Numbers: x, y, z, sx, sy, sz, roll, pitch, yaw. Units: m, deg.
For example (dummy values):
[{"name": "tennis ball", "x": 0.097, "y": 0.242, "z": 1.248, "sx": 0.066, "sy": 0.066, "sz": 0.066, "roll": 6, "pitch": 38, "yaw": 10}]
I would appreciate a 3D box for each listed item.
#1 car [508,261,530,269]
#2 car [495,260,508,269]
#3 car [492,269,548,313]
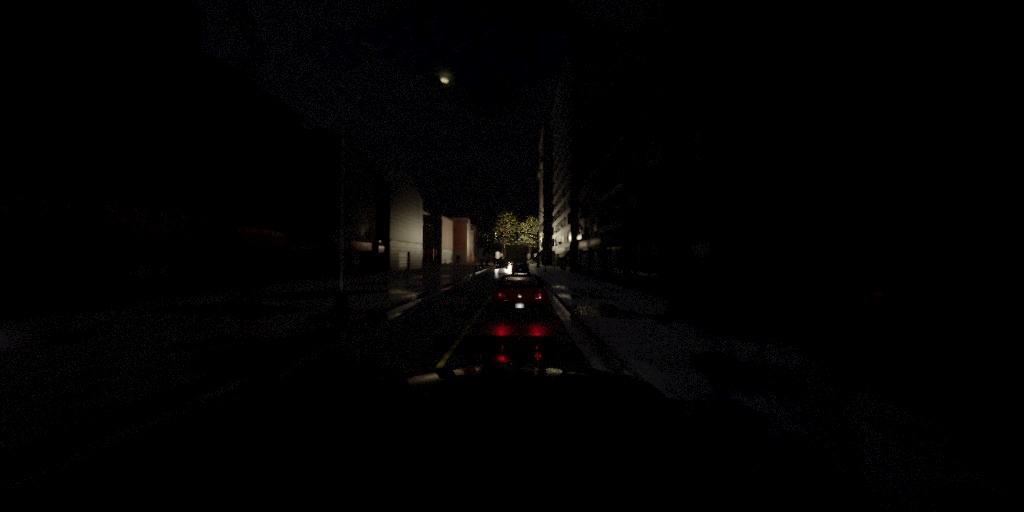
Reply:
[{"name": "car", "x": 0.894, "y": 1.256, "z": 39.102, "sx": 1.882, "sy": 1.535, "sz": 5.008, "roll": 1, "pitch": 0, "yaw": 1}, {"name": "car", "x": -1.541, "y": 1.341, "z": 57.133, "sx": 1.837, "sy": 1.490, "sz": 4.892, "roll": 0, "pitch": 0, "yaw": 1}, {"name": "car", "x": 0.324, "y": 1.357, "z": 14.066, "sx": 1.895, "sy": 1.301, "sz": 4.718, "roll": 1, "pitch": 0, "yaw": 2}]
